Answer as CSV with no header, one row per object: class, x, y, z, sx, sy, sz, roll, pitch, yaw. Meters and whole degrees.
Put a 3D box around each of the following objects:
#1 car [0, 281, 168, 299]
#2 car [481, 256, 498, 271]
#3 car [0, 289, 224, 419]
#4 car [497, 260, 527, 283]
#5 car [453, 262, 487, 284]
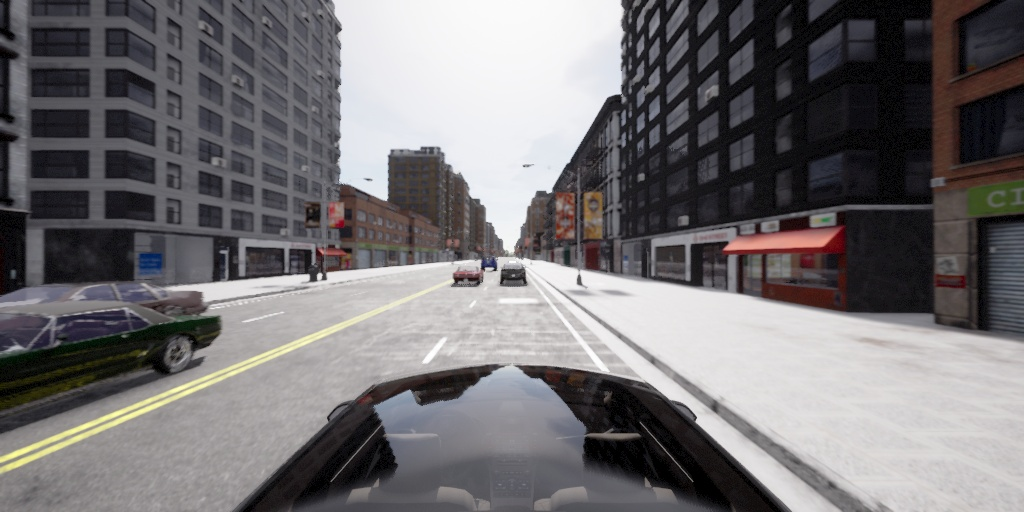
car,-9.848,1.297,8.158,2.033,1.411,5.357,0,0,0
car,-3.157,0.977,50.390,2.150,2.045,5.566,0,0,0
car,-6.600,1.351,4.773,1.895,1.301,4.718,0,0,0
car,0.097,1.231,27.608,1.882,1.535,5.008,0,0,0
car,-3.154,1.354,26.875,1.895,1.301,4.718,0,0,0
